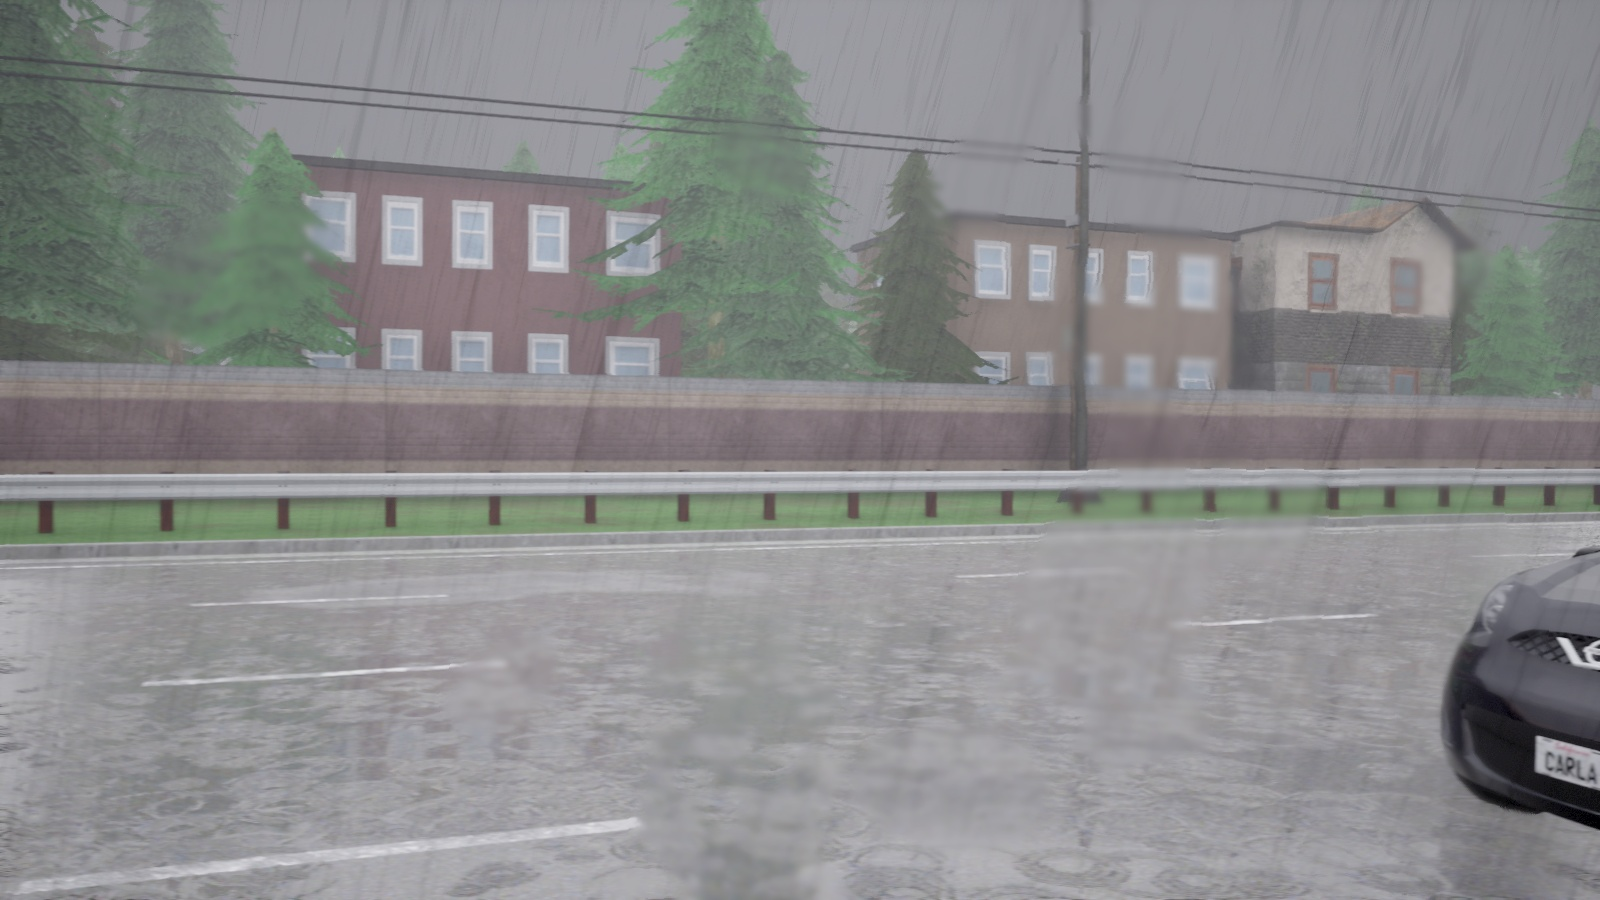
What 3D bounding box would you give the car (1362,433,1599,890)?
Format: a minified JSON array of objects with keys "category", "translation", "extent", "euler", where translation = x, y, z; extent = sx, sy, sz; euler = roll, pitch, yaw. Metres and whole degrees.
[{"category":"car","translation":[4.309,0.676,4.874],"extent":[3.633,1.501,1.845],"euler":[-1,1,-21]}]
